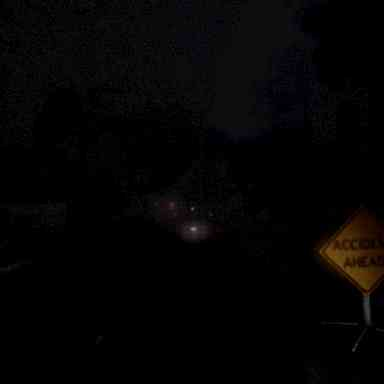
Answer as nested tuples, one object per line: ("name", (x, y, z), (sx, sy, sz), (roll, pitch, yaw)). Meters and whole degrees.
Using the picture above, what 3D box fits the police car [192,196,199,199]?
("police car", (0.919, 1.967, 94.927), (1.930, 1.638, 5.238), (0, -1, 0))

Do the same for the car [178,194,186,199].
("car", (-2.673, 1.341, 77.892), (2.150, 2.045, 5.566), (0, -1, 0))

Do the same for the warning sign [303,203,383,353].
("warning sign", (2.483, 1.112, 4.797), (1.300, 1.860, 1.060), (-2, -2, 0))

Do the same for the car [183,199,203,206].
("car", (0.125, 1.607, 31.299), (1.994, 1.385, 4.181), (0, 0, 0))

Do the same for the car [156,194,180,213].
("car", (-2.808, 1.422, 36.987), (2.097, 1.767, 4.553), (0, 0, 0))

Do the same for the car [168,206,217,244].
("car", (0.108, 1.564, 15.832), (1.994, 1.385, 4.181), (0, 0, 0))
